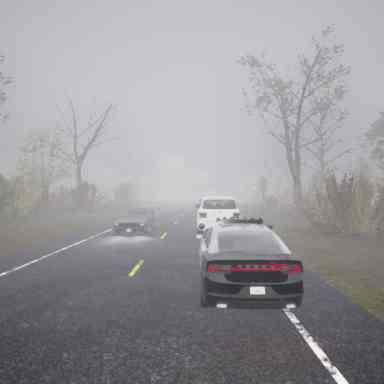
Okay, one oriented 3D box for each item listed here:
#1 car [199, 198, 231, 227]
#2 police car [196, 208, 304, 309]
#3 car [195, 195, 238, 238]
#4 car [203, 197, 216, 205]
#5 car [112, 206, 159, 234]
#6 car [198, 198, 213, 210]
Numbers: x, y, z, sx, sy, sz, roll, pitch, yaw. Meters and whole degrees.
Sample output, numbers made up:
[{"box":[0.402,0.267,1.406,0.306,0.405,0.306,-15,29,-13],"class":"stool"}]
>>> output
[{"box":[1.584,1.365,23.870,2.097,1.767,4.553,0,0,2],"class":"car"},{"box":[1.127,1.428,8.088,1.930,1.638,5.238,0,0,1],"class":"police car"},{"box":[1.367,1.232,17.961,2.150,2.045,5.566,0,0,2],"class":"car"},{"box":[3.382,1.707,63.426,2.033,1.411,5.357,0,0,6],"class":"car"},{"box":[-3.105,1.556,19.433,2.033,1.411,5.357,0,0,2],"class":"car"},{"box":[1.931,1.582,46.345,1.837,1.490,4.892,0,0,5],"class":"car"}]
